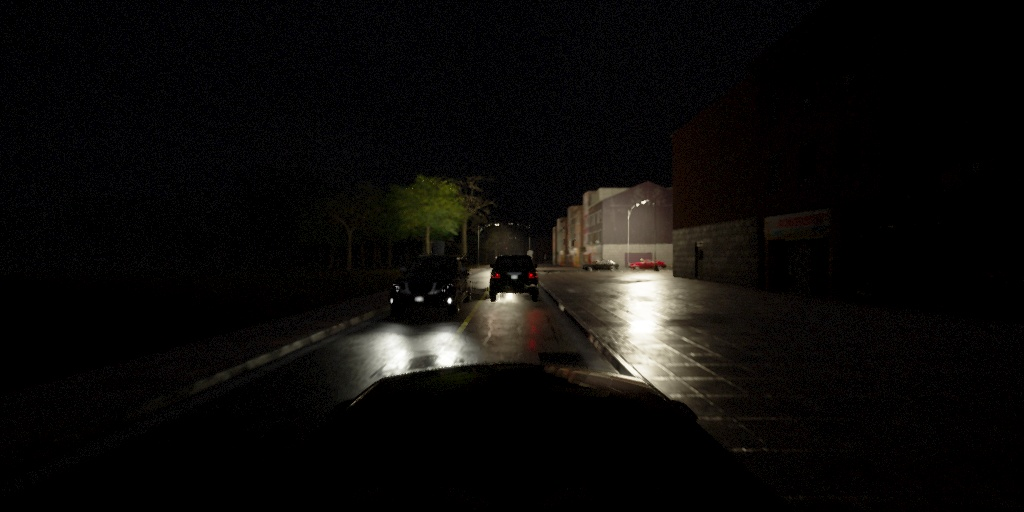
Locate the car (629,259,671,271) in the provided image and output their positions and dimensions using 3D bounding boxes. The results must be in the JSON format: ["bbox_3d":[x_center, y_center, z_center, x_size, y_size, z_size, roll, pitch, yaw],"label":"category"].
[{"bbox_3d":[15.977,1.050,42.415,4.207,1.307,1.802,0,0,0],"label":"car"}]

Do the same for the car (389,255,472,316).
[{"bbox_3d":[-2.844,0.966,13.771,2.150,2.045,5.566,0,0,0],"label":"car"}]

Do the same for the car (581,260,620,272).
[{"bbox_3d":[10.446,1.138,42.418,4.403,1.370,2.007,0,0,0],"label":"car"}]

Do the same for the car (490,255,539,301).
[{"bbox_3d":[0.099,0.967,17.500,2.150,2.045,5.566,0,0,0],"label":"car"}]
